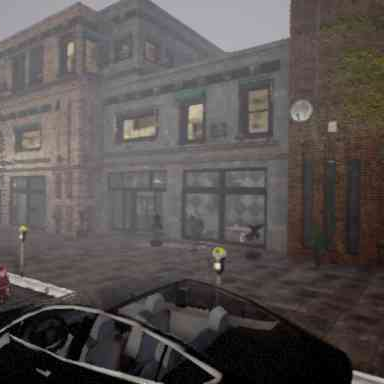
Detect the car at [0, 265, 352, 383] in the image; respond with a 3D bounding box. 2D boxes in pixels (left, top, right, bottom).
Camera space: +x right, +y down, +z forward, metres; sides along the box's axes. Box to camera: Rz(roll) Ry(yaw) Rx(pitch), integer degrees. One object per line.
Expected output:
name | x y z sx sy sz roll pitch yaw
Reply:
car | -0.702 1.568 3.360 4.313 1.339 1.947 0 1 36
